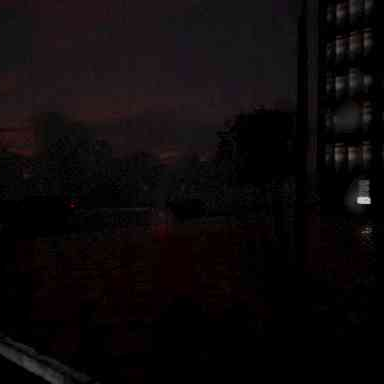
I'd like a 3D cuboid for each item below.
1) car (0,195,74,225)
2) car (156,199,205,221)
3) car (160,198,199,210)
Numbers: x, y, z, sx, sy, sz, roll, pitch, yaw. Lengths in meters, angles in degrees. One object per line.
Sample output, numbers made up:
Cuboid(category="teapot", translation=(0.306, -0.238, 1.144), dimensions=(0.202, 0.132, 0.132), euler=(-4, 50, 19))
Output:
Cuboid(category="car", translation=(-11.871, 1.290, 25.440), dimensions=(2.150, 2.045, 5.566), euler=(1, 1, 38))
Cuboid(category="car", translation=(-0.927, 1.634, 28.552), dimensions=(1.837, 1.490, 4.892), euler=(1, 1, 38))
Cuboid(category="car", translation=(-1.578, 1.557, 43.773), dimensions=(2.033, 1.411, 5.357), euler=(1, 1, 38))
